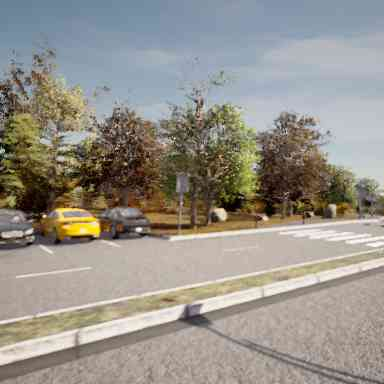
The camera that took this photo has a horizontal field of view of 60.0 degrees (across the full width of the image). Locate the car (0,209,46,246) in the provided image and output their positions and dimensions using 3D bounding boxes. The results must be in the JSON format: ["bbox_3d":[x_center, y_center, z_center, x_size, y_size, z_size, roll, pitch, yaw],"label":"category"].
[{"bbox_3d":[-8.507,1.553,15.169,2.231,1.521,4.892,0,0,-35],"label":"car"}]

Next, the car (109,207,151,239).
[{"bbox_3d":[-4.011,1.589,18.351,2.231,1.521,4.892,0,0,-35],"label":"car"}]

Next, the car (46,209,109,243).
[{"bbox_3d":[-6.256,1.571,16.755,2.097,1.535,5.008,1,0,-35],"label":"car"}]
